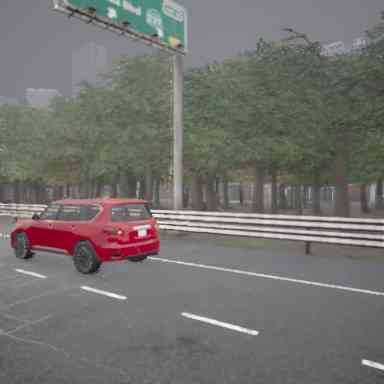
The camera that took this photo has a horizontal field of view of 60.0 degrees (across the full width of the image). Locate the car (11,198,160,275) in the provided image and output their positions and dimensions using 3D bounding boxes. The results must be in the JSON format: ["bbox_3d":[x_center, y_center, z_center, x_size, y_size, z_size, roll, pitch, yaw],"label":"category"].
[{"bbox_3d":[-3.548,1.224,10.693,5.566,2.045,2.150,0,0,35],"label":"car"}]
